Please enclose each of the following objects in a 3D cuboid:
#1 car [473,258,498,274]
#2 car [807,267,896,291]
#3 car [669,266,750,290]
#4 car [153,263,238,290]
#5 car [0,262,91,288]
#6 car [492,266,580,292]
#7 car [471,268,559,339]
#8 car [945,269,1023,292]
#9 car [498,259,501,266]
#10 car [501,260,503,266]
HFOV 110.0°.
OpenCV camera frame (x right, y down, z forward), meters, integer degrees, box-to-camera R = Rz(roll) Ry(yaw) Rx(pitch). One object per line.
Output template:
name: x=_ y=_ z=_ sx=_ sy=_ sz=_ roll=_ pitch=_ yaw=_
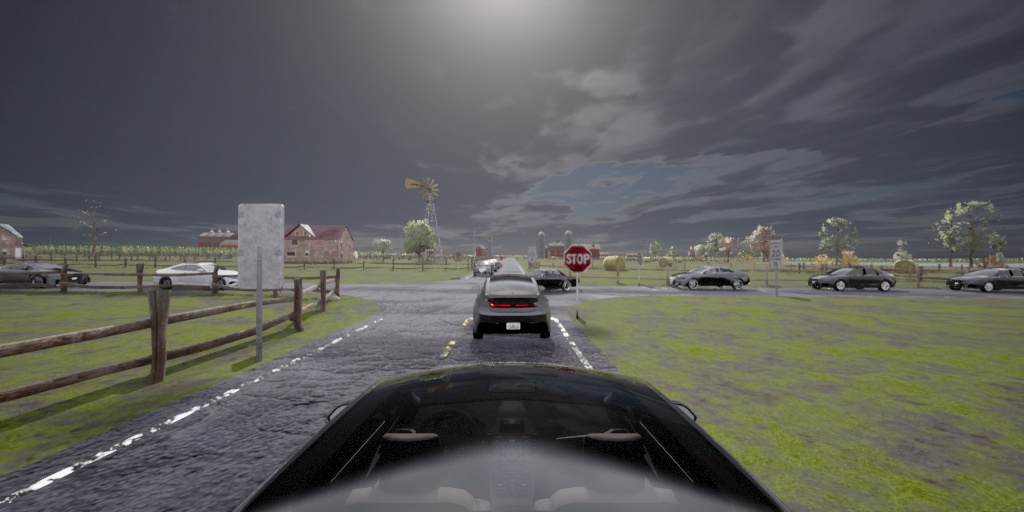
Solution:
car: x=-2.854 y=1.240 z=36.785 sx=2.128 sy=1.511 sz=4.902 roll=0 pitch=0 yaw=0
car: x=22.203 y=1.497 z=23.540 sx=4.892 sy=1.490 sz=1.837 roll=1 pitch=-1 yaw=-1
car: x=12.801 y=1.395 z=23.370 sx=4.902 sy=1.511 sz=2.128 roll=1 pitch=-1 yaw=-2
car: x=-17.241 y=1.102 z=20.057 sx=4.674 sy=1.442 sz=1.812 roll=1 pitch=-1 yaw=-1
car: x=-26.361 y=1.047 z=19.936 sx=4.181 sy=1.385 sz=1.994 roll=1 pitch=-1 yaw=-1
car: x=1.502 y=1.368 z=20.144 sx=4.718 sy=1.301 sz=1.895 roll=1 pitch=0 yaw=-35
car: x=-0.072 y=1.256 z=10.098 sx=1.837 sy=1.490 sz=4.892 roll=0 pitch=0 yaw=-2
car: x=31.706 y=1.585 z=23.659 sx=4.892 sy=1.490 sz=1.837 roll=1 pitch=-1 yaw=-1
car: x=-2.845 y=1.238 z=46.231 sx=2.128 sy=1.511 sz=4.902 roll=0 pitch=0 yaw=0
car: x=-2.813 y=1.236 z=55.773 sx=2.128 sy=1.511 sz=4.902 roll=0 pitch=0 yaw=0
